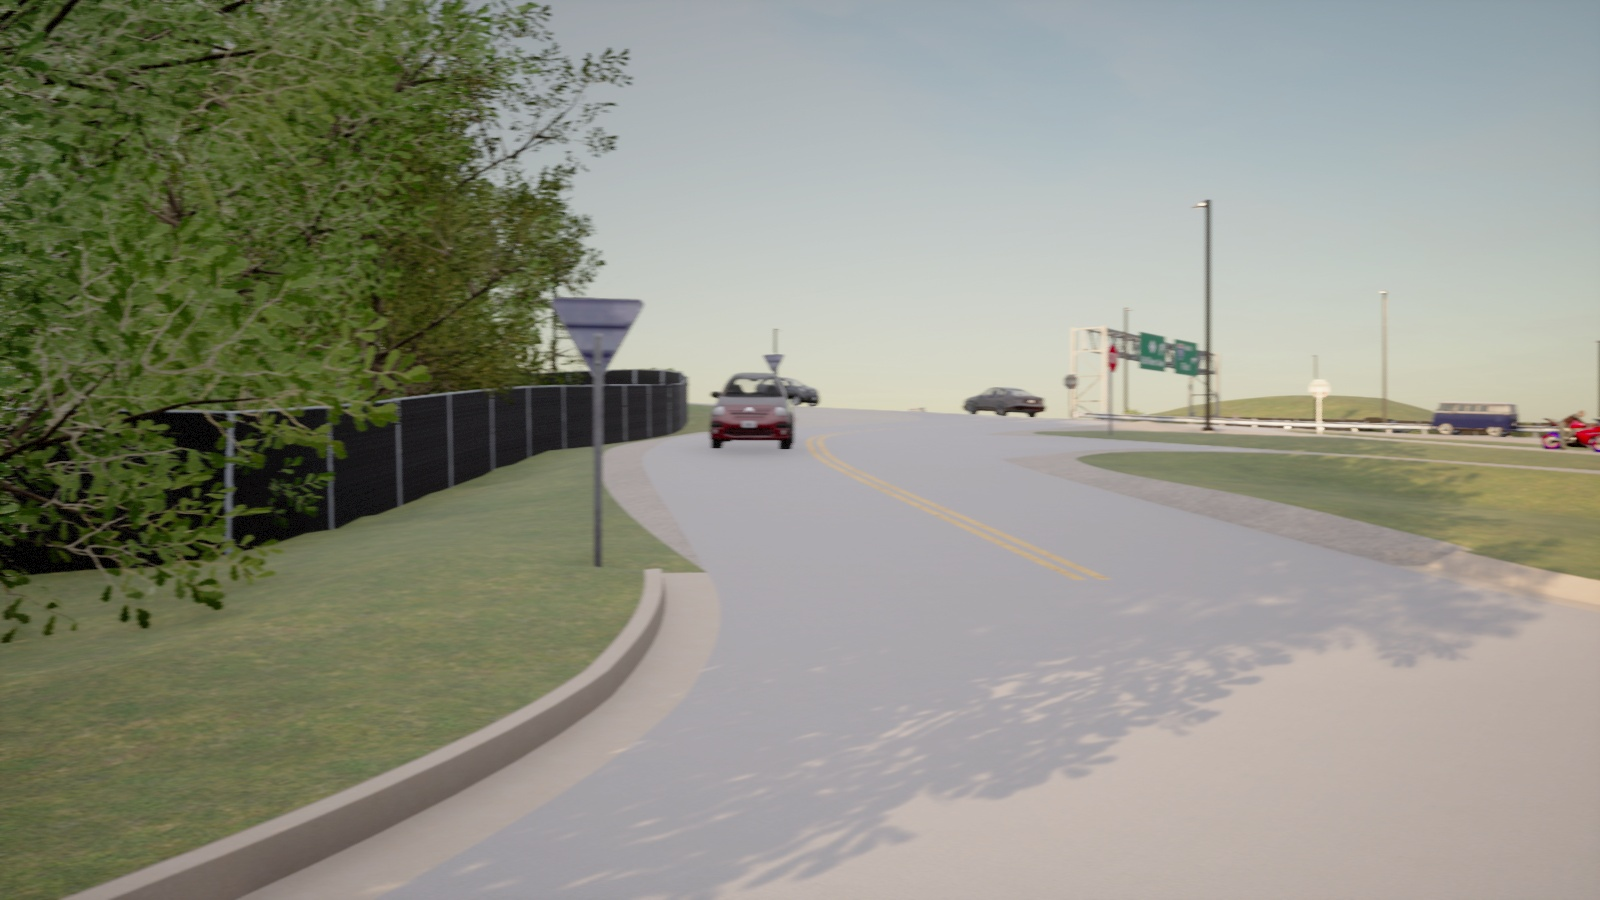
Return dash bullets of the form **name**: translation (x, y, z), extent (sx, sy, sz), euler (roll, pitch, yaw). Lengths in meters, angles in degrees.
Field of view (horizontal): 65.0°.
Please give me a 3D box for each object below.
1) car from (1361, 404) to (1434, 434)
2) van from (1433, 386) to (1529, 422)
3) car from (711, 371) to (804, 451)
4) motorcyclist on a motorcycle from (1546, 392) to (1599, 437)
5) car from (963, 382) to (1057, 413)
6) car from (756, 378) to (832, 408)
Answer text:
- **car**: translation (37.880, -1.941, 79.590), extent (3.866, 1.878, 1.905), euler (0, 1, 37)
- **van**: translation (38.503, -2.592, 71.068), extent (1.775, 1.987, 4.442), euler (-1, 3, -45)
- **car**: translation (-0.863, -0.920, 27.812), extent (1.851, 1.617, 3.988), euler (-1, 4, 1)
- **motorcyclist on a motorcycle**: translation (28.274, -1.273, 45.268), extent (2.191, 1.530, 0.866), euler (4, 3, 37)
- **car**: translation (10.155, -2.562, 61.232), extent (2.033, 1.411, 5.357), euler (1, 2, -21)
- **car**: translation (-0.338, -3.006, 65.977), extent (3.633, 1.501, 1.845), euler (3, 2, 40)
